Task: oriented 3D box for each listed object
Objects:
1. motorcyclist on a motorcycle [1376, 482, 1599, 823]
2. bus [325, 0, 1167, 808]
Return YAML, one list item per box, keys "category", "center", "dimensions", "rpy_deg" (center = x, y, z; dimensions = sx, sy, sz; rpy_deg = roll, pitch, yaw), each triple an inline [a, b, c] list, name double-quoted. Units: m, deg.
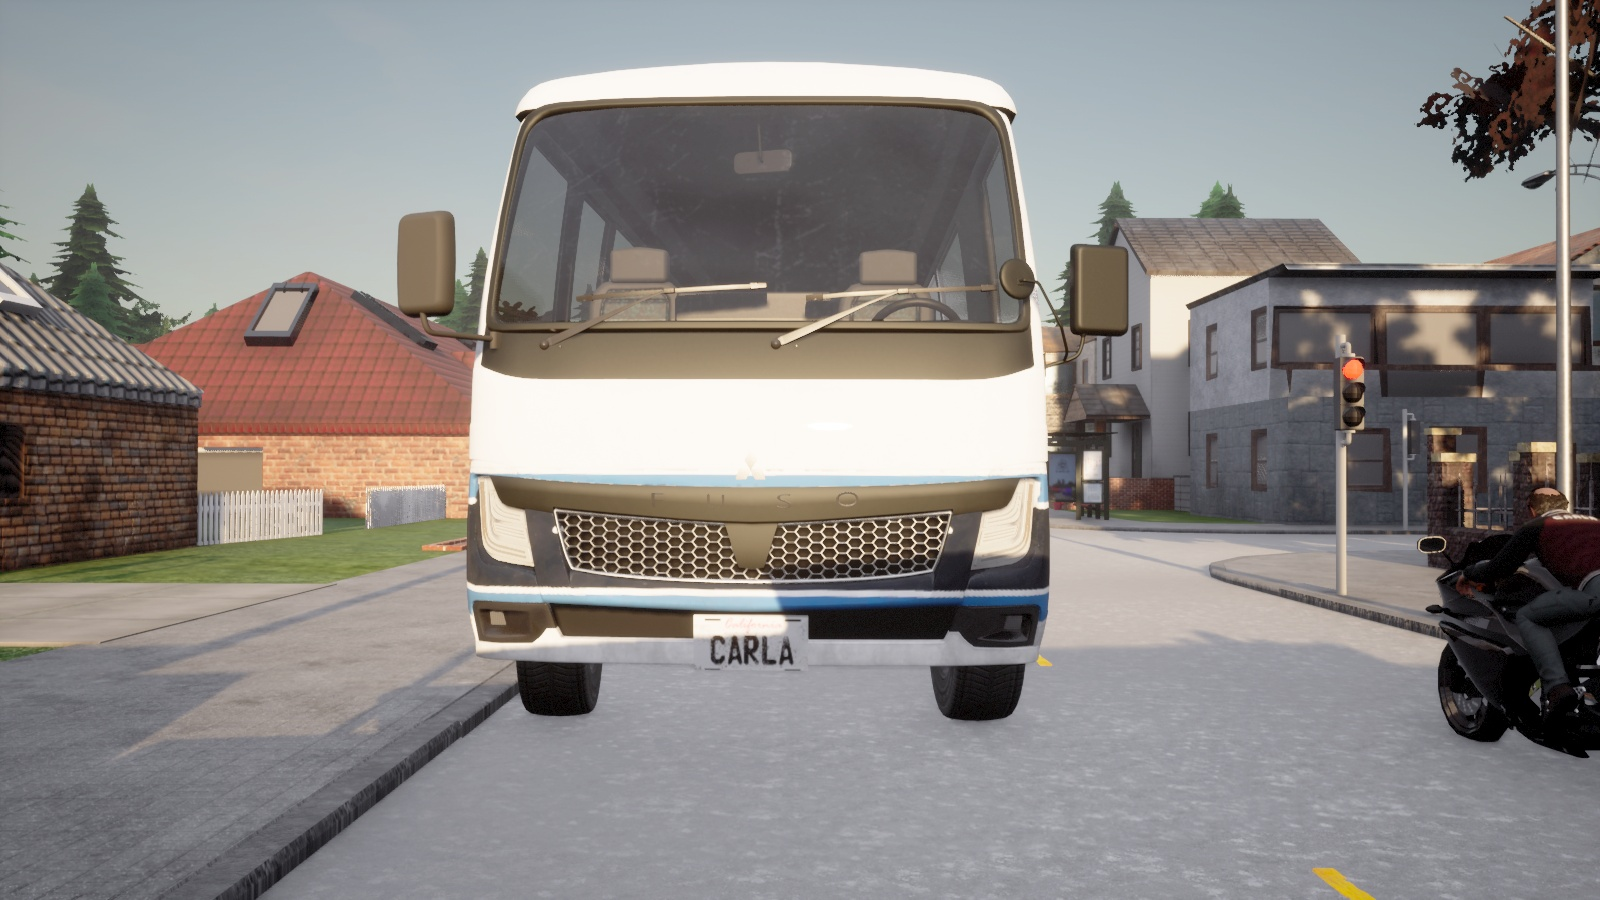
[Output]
- category: "motorcyclist on a motorcycle"
  center: [4.037, 0.945, 6.681]
  dimensions: [0.866, 1.530, 2.191]
  rpy_deg: [0, -1, -2]
- category: "bus"
  center: [-0.099, -0.377, 11.039]
  dimensions: [3.944, 4.253, 10.273]
  rpy_deg: [0, -1, 2]
